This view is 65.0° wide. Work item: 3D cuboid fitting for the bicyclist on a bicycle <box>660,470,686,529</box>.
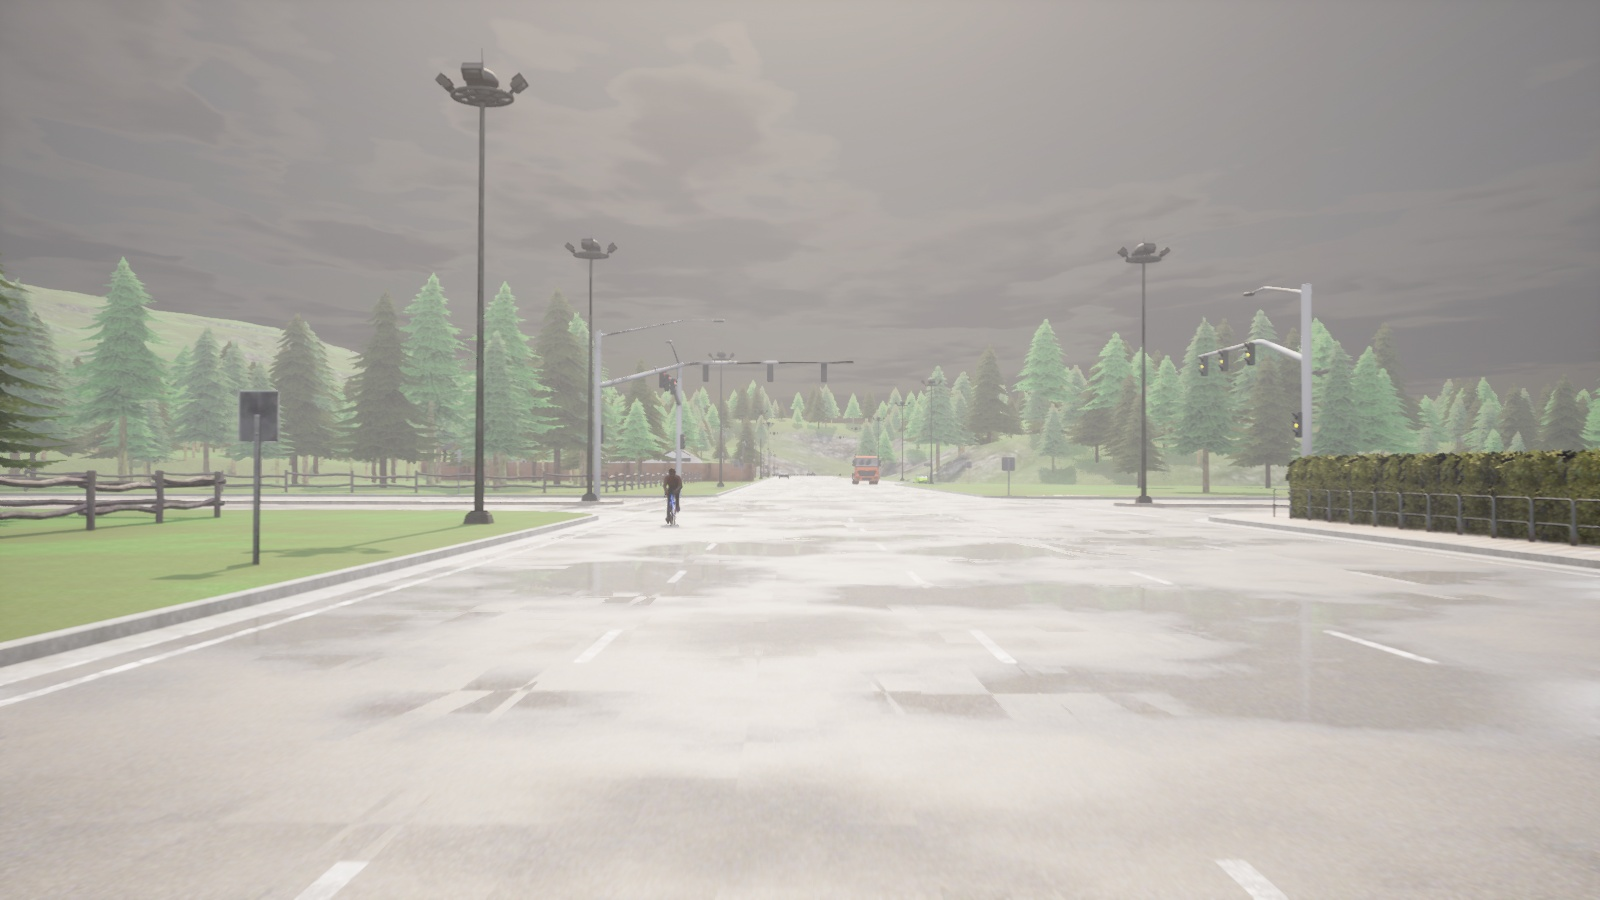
[{"bbox_3d":[-3.583,1.374,35.509,0.582,1.620,1.656,0,0,0],"label":"bicyclist on a bicycle"}]
